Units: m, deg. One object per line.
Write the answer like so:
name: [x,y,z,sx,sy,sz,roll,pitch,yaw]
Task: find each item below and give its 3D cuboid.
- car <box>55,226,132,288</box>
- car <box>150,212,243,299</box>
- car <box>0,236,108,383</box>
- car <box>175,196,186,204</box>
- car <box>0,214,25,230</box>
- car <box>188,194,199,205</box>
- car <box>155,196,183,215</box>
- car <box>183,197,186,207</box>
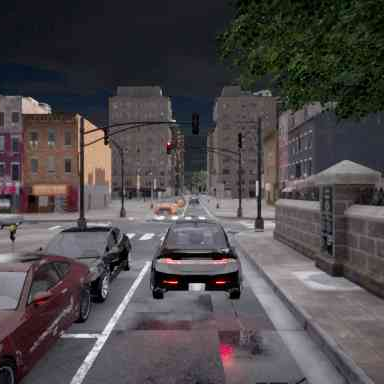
car: [-2.627,1.566,8.228,1.947,1.339,4.313,0,0,0]
car: [0.095,1.491,8.406,2.128,1.511,4.902,0,0,0]
car: [-2.631,1.582,4.565,1.802,1.307,4.206,0,0,0]
car: [-2.183,1.550,64.497,1.994,1.385,4.181,0,0,1]
car: [-13.309,1.730,21.142,4.718,1.301,1.895,-1,0,0]
car: [0.360,1.514,60.437,1.812,1.442,4.674,0,0,0]
car: [-2.387,1.346,33.240,2.097,1.767,4.553,0,0,3]
car: [-2.238,1.343,47.913,2.097,1.767,4.553,0,0,0]
